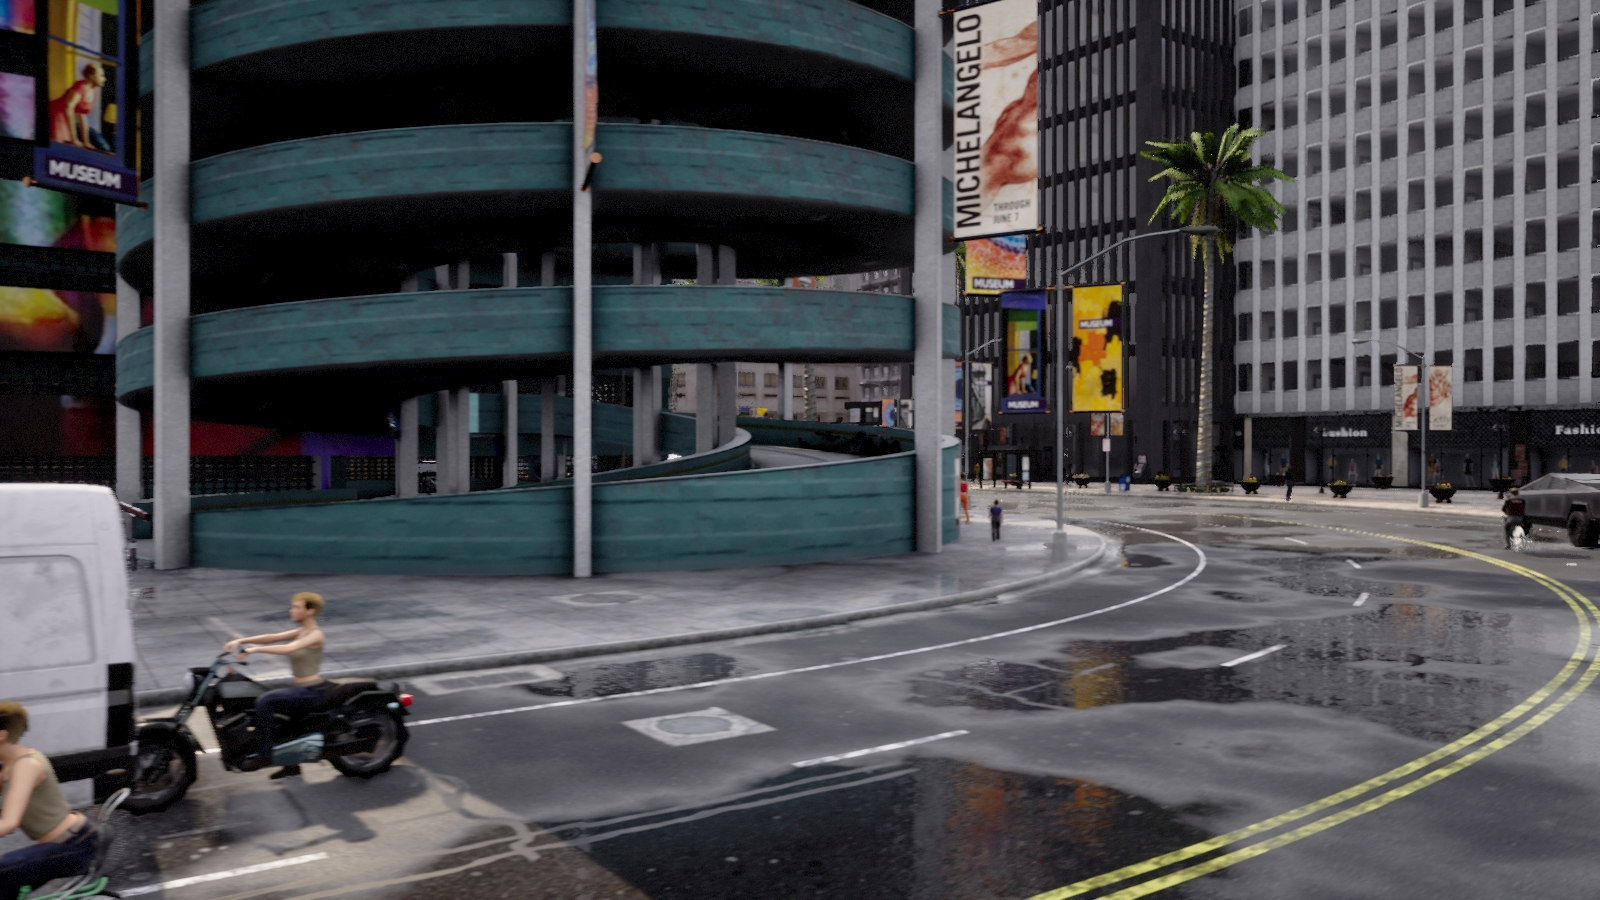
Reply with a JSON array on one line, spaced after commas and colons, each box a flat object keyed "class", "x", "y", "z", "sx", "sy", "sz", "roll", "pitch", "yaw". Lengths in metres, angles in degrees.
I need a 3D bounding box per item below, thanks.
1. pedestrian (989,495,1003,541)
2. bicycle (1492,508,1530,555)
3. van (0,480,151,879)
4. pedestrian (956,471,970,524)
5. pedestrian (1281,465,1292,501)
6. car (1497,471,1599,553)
[{"class": "pedestrian", "x": 5.690, "y": 1.975, "z": 33.193, "sx": 0.375, "sy": 1.300, "sz": 0.375, "roll": 0, "pitch": 0, "yaw": 11}, {"class": "bicycle", "x": 19.430, "y": 2.209, "z": 31.244, "sx": 0.329, "sy": 1.171, "sz": 1.835, "roll": 0, "pitch": 0, "yaw": 14}, {"class": "van", "x": -7.533, "y": 1.534, "z": 7.097, "sx": 5.915, "sy": 2.561, "sz": 1.988, "roll": 0, "pitch": 0, "yaw": -36}, {"class": "pedestrian", "x": 5.796, "y": 1.695, "z": 40.586, "sx": 0.375, "sy": 1.860, "sz": 0.375, "roll": 0, "pitch": 0, "yaw": -21}, {"class": "pedestrian", "x": 24.990, "y": 1.696, "z": 58.680, "sx": 0.375, "sy": 1.860, "sz": 0.375, "roll": 0, "pitch": 0, "yaw": -19}, {"class": "car", "x": 23.492, "y": 1.752, "z": 34.127, "sx": 2.390, "sy": 2.098, "sz": 6.274, "roll": 0, "pitch": 0, "yaw": 9}]
